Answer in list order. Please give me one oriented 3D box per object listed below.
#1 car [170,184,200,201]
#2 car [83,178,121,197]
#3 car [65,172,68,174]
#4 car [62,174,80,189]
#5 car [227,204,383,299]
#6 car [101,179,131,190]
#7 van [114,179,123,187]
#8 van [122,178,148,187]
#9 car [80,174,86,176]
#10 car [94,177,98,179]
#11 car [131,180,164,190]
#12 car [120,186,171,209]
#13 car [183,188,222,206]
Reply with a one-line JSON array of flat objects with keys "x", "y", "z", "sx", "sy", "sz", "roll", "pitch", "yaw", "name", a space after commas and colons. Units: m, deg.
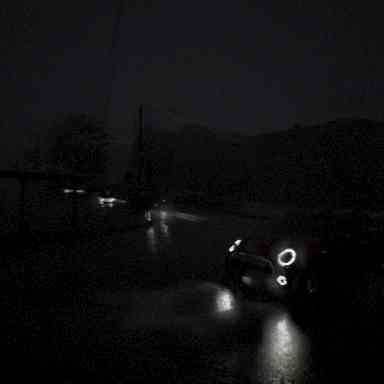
[{"x": -0.234, "y": 0.149, "z": 38.346, "sx": 2.435, "sy": 2.045, "sz": 5.566, "roll": 6, "pitch": 2, "yaw": 34, "name": "car"}, {"x": -10.297, "y": -0.341, "z": 37.064, "sx": 2.128, "sy": 1.511, "sz": 4.902, "roll": 3, "pitch": 3, "yaw": -36, "name": "car"}, {"x": -26.776, "y": -3.262, "z": 74.867, "sx": 2.435, "sy": 2.045, "sz": 5.566, "roll": 1, "pitch": -2, "yaw": 34, "name": "car"}, {"x": -17.227, "y": -1.283, "z": 46.549, "sx": 1.882, "sy": 1.535, "sz": 5.008, "roll": 3, "pitch": 4, "yaw": -36, "name": "car"}, {"x": 3.055, "y": 1.266, "z": 8.462, "sx": 4.553, "sy": 1.767, "sz": 2.097, "roll": -2, "pitch": 2, "yaw": -34, "name": "car"}, {"x": -12.547, "y": -1.222, "z": 55.491, "sx": 2.002, "sy": 1.452, "sz": 4.674, "roll": 7, "pitch": 2, "yaw": 34, "name": "car"}, {"x": -9.080, "y": -1.015, "z": 50.478, "sx": 1.878, "sy": 1.987, "sz": 4.442, "roll": 7, "pitch": 2, "yaw": 34, "name": "van"}, {"x": -7.321, "y": -0.777, "z": 48.024, "sx": 1.878, "sy": 1.987, "sz": 4.442, "roll": 7, "pitch": 2, "yaw": 34, "name": "van"}, {"x": -19.515, "y": -2.211, "z": 65.395, "sx": 1.946, "sy": 1.575, "sz": 5.366, "roll": 6, "pitch": 2, "yaw": 34, "name": "car"}, {"x": -14.319, "y": -1.460, "z": 57.935, "sx": 2.002, "sy": 1.452, "sz": 4.674, "roll": 6, "pitch": 2, "yaw": 34, "name": "car"}, {"x": -5.533, "y": -0.312, "z": 45.676, "sx": 2.231, "sy": 1.521, "sz": 4.892, "roll": 6, "pitch": 2, "yaw": 34, "name": "car"}, {"x": -4.141, "y": 0.594, "z": 28.648, "sx": 1.895, "sy": 1.301, "sz": 4.718, "roll": 3, "pitch": 3, "yaw": -36, "name": "car"}, {"x": 1.487, "y": 0.676, "z": 35.887, "sx": 2.002, "sy": 1.452, "sz": 4.674, "roll": 6, "pitch": 2, "yaw": 34, "name": "car"}]
